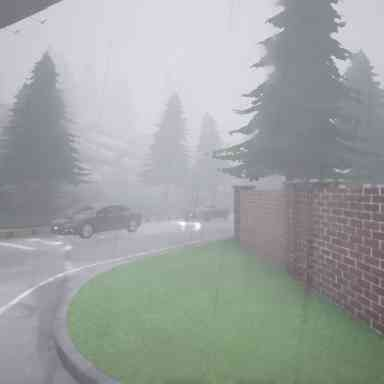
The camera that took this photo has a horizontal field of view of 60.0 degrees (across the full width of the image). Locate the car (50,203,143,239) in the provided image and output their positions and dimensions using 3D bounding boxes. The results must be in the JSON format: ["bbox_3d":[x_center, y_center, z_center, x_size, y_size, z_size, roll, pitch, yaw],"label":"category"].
[{"bbox_3d":[-4.532,1.327,16.409,1.837,1.490,4.892,0,0,34],"label":"car"}]

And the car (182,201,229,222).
[{"bbox_3d":[1.065,1.386,24.582,1.994,1.385,4.181,0,0,35],"label":"car"}]
